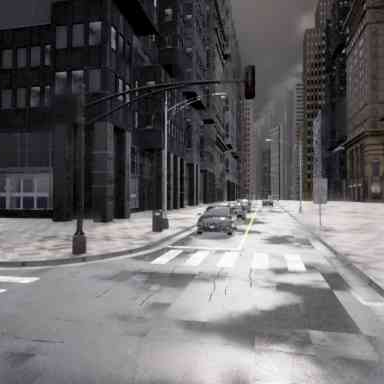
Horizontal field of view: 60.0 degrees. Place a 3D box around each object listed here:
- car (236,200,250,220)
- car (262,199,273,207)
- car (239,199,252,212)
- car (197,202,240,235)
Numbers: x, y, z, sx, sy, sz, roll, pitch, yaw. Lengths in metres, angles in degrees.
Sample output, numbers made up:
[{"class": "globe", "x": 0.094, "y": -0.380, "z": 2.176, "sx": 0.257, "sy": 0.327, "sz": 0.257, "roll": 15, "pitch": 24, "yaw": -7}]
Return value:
[{"class": "car", "x": 3.674, "y": 1.637, "z": 28.878, "sx": 1.994, "sy": 1.385, "sz": 4.181, "roll": 0, "pitch": 0, "yaw": 13}, {"class": "car", "x": 13.088, "y": 1.838, "z": 57.545, "sx": 1.895, "sy": 1.301, "sz": 4.718, "roll": 0, "pitch": -1, "yaw": 12}, {"class": "car", "x": 5.932, "y": 1.610, "z": 38.893, "sx": 2.128, "sy": 1.511, "sz": 4.902, "roll": 0, "pitch": 0, "yaw": 13}, {"class": "car", "x": 1.527, "y": 1.545, "z": 19.155, "sx": 1.837, "sy": 1.490, "sz": 4.892, "roll": 0, "pitch": 0, "yaw": 12}]
